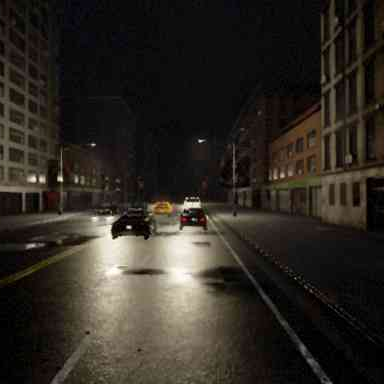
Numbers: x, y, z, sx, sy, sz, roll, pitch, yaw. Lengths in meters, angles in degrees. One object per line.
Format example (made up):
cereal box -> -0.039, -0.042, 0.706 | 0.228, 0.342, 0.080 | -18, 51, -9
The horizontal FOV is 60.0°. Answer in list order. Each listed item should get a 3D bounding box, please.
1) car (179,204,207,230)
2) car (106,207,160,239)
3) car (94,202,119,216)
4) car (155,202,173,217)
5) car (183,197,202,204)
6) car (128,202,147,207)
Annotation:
car -> 0.085, 1.802, 23.290 | 2.033, 1.411, 5.357 | 0, -1, 0
car -> -3.161, 1.768, 18.664 | 1.994, 1.385, 4.181 | 0, -1, 0
car -> -9.841, 1.904, 38.502 | 1.882, 1.535, 5.008 | 0, -1, 0
car -> -3.173, 1.887, 37.034 | 1.882, 1.535, 5.008 | 0, -1, 0
car -> 0.070, 1.676, 41.065 | 2.150, 2.045, 5.566 | 0, -1, 0
car -> -6.578, 1.957, 40.661 | 1.837, 1.490, 4.892 | 0, -1, 0
